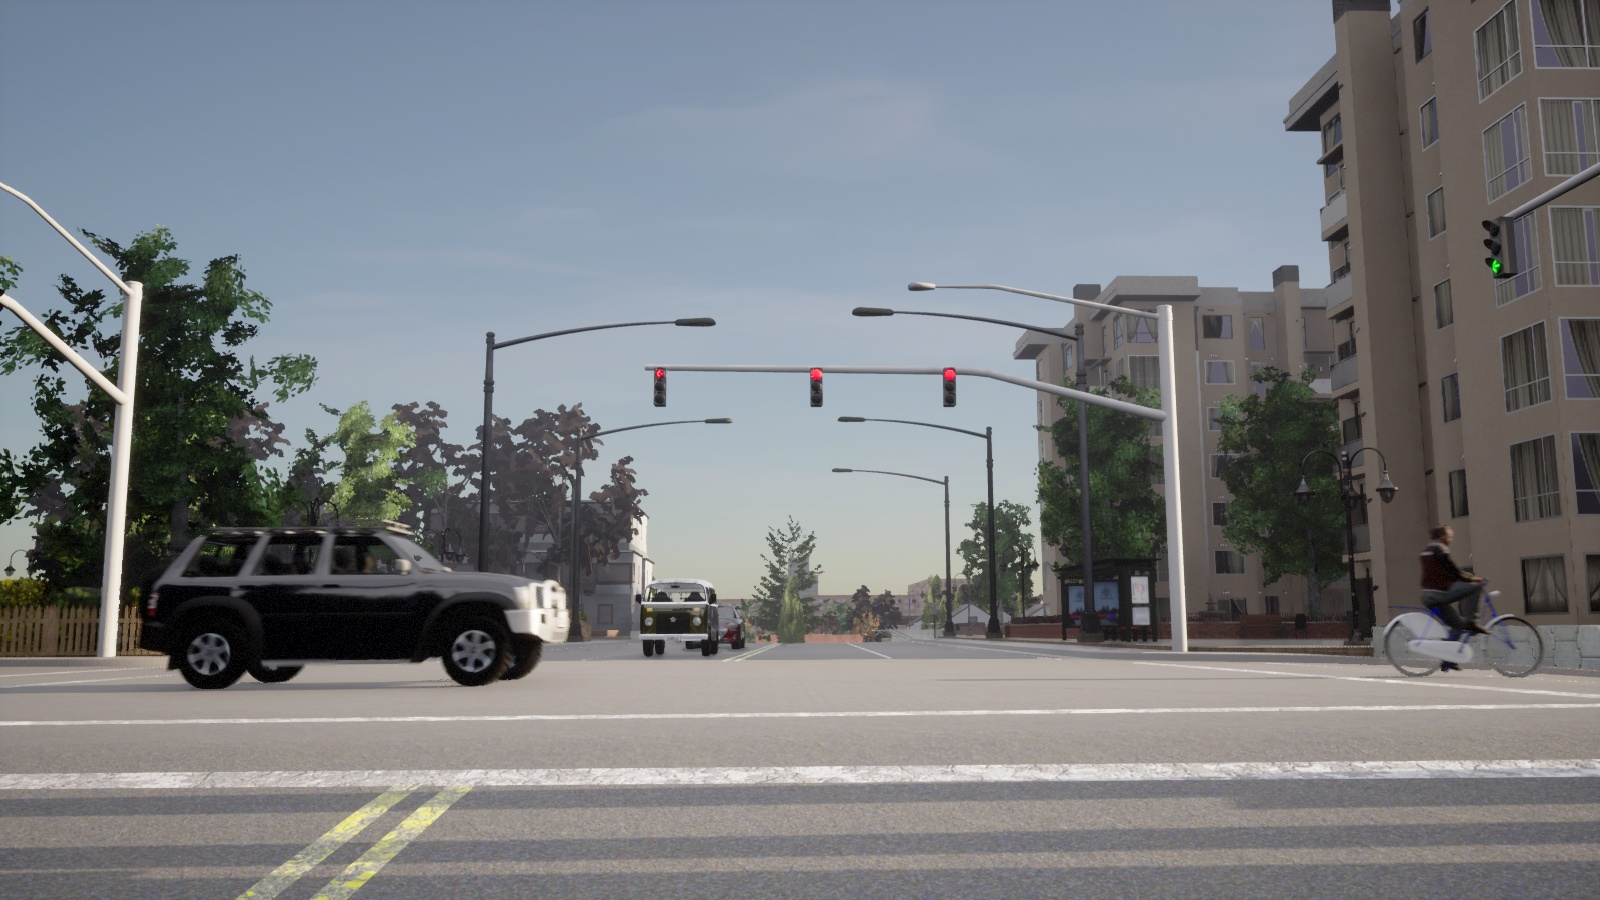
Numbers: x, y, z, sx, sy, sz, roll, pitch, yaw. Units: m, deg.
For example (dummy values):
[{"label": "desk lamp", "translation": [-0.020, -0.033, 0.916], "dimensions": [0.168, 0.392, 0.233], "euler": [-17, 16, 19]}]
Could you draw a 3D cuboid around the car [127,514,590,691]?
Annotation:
[{"label": "car", "translation": [-4.902, 1.769, 14.512], "dimensions": [4.605, 1.855, 1.932], "euler": [-1, -8, 0]}]

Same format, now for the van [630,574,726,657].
[{"label": "van", "translation": [-3.158, 4.443, 33.520], "dimensions": [2.069, 2.038, 4.480], "euler": [0, -8, 1]}]

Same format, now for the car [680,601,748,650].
[{"label": "car", "translation": [-3.038, 6.352, 45.298], "dimensions": [2.033, 1.649, 4.856], "euler": [0, -8, 1]}]

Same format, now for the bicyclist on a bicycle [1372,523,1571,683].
[{"label": "bicyclist on a bicycle", "translation": [7.751, 1.773, 14.563], "dimensions": [1.843, 1.776, 0.659], "euler": [1, -8, 0]}]
